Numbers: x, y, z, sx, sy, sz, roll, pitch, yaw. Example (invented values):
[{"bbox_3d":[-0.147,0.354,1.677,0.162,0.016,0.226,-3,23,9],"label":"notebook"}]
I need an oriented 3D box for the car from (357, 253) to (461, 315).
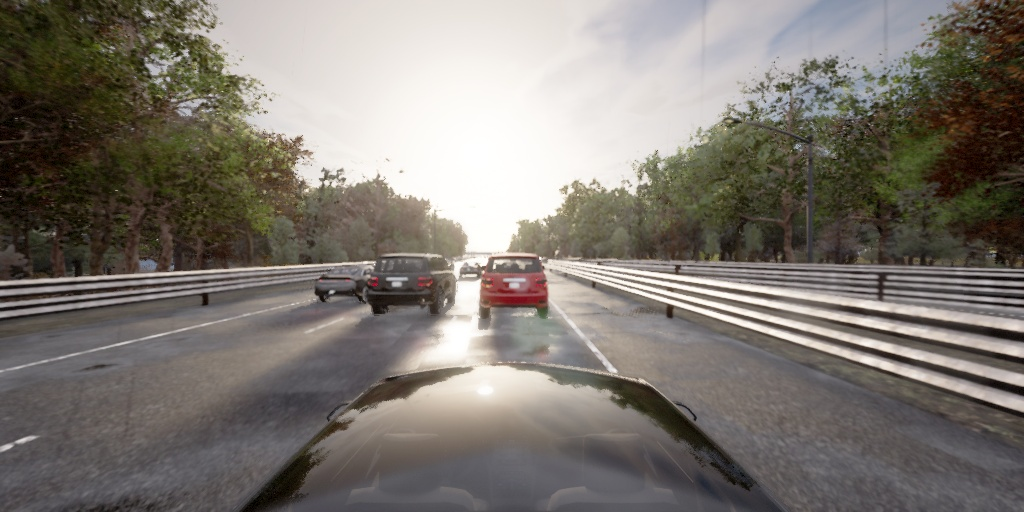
[{"bbox_3d":[-3.454,0.922,13.380,2.150,2.045,5.566,0,0,0],"label":"car"}]

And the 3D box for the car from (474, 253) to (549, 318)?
[{"bbox_3d":[0.049,0.923,12.954,2.150,2.045,5.566,0,0,0],"label":"car"}]

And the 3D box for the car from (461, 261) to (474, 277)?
[{"bbox_3d":[-3.731,1.174,32.902,2.033,1.411,5.357,0,0,-1],"label":"car"}]

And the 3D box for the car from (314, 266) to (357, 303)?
[{"bbox_3d":[-6.982,1.181,16.291,2.128,1.511,4.902,0,0,-1],"label":"car"}]
